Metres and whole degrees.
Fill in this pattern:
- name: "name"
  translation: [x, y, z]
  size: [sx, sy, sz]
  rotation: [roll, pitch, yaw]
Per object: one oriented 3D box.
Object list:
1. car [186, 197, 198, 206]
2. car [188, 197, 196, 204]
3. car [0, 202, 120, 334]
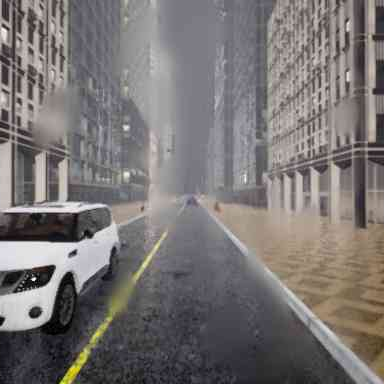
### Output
- name: "car"
  translation: [-0.014, 1.746, 63.566]
  size: [2.097, 1.767, 4.553]
  rotation: [0, 0, 0]
- name: "car"
  translation: [-0.016, 1.854, 73.631]
  size: [1.837, 1.490, 4.892]
  rotation: [0, 0, 0]
- name: "car"
  translation: [-3.084, 1.269, 7.204]
  size: [2.150, 2.045, 5.566]
  rotation: [0, -1, 0]
